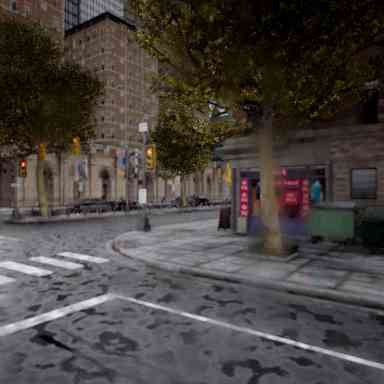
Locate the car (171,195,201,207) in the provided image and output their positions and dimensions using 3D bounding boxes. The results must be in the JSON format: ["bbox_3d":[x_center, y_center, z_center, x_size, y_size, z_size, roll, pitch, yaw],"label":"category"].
[{"bbox_3d":[-1.198,1.494,49.248,1.837,1.490,4.892,0,0,36],"label":"car"}]

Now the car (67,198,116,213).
[{"bbox_3d":[-10.793,1.553,35.972,1.994,1.385,4.181,0,0,36],"label":"car"}]

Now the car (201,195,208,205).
[{"bbox_3d":[0.787,1.339,57.933,2.097,1.767,4.553,0,0,36],"label":"car"}]

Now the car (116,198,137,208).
[{"bbox_3d":[-10.305,1.581,48.005,1.895,1.301,4.718,0,0,36],"label":"car"}]

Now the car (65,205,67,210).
[{"bbox_3d":[-12.585,1.492,39.470,1.837,1.490,4.892,0,0,36],"label":"car"}]

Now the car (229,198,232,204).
[{"bbox_3d":[8.849,1.386,62.996,1.882,1.535,5.008,0,0,36],"label":"car"}]
